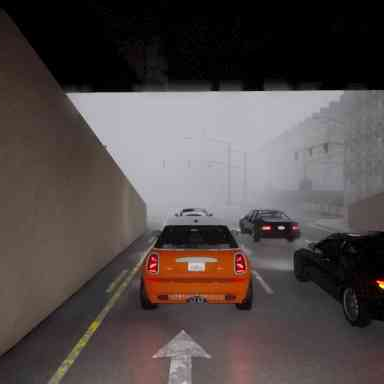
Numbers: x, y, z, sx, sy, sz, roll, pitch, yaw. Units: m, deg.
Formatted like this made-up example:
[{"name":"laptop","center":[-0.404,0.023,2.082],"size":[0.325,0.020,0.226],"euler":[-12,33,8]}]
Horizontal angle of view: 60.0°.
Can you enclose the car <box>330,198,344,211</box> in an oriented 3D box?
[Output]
[{"name":"car","center":[17.419,1.453,34.300],"size":[2.038,1.542,4.974],"euler":[0,0,-35]}]

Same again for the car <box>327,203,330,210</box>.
[{"name":"car","center":[17.522,1.453,38.907],"size":[2.038,1.542,4.974],"euler":[0,0,45]}]

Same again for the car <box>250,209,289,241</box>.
[{"name":"car","center":[3.626,1.547,16.406],"size":[2.033,1.411,5.357],"euler":[0,0,-3]}]

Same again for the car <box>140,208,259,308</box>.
[{"name":"car","center":[0.086,1.352,8.057],"size":[2.097,1.767,4.553],"euler":[0,0,0]}]

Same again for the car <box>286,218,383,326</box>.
[{"name":"car","center":[3.584,1.526,6.914],"size":[1.812,1.442,4.674],"euler":[0,0,0]}]

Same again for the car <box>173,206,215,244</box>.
[{"name":"car","center":[0.093,1.526,16.735],"size":[1.812,1.442,4.674],"euler":[0,0,0]}]

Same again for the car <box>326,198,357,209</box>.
[{"name":"car","center":[17.558,1.295,38.944],"size":[1.853,1.218,4.536],"euler":[0,0,45]}]
